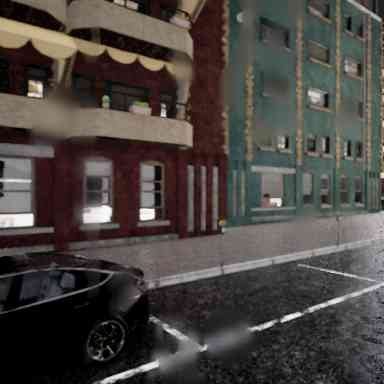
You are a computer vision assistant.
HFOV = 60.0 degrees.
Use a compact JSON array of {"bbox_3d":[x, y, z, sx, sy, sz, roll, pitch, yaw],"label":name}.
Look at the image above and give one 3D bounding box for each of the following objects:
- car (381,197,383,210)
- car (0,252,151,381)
[{"bbox_3d":[17.813,0.905,33.705,2.192,1.841,5.009,0,0,-36],"label":"car"},{"bbox_3d":[-2.609,1.563,4.226,4.313,1.339,1.947,-1,1,-35],"label":"car"}]
